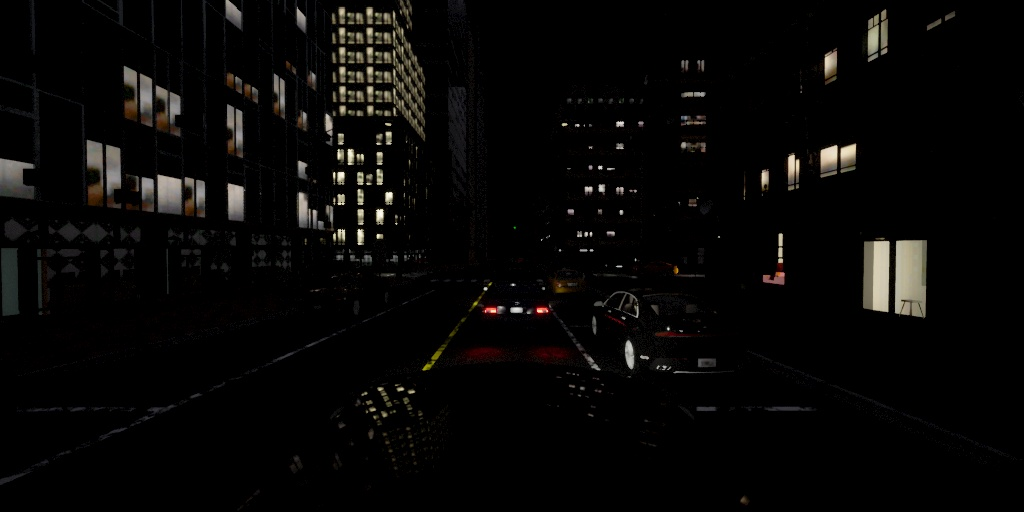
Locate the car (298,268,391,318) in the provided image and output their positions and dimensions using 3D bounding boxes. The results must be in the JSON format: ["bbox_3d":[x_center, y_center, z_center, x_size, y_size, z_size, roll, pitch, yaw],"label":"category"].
[{"bbox_3d":[-5.843,1.292,13.020,1.888,1.381,4.507,0,0,0],"label":"car"}]

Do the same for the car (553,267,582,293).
[{"bbox_3d":[2.787,1.271,18.792,1.751,1.417,4.829,0,0,0],"label":"car"}]

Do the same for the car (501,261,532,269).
[{"bbox_3d":[0.057,1.250,21.199,1.837,1.490,4.892,0,0,0],"label":"car"}]

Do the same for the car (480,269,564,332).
[{"bbox_3d":[0.085,1.295,10.770,2.033,1.411,5.357,0,0,0],"label":"car"}]

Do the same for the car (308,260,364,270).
[{"bbox_3d":[-17.646,1.108,36.402,5.008,1.535,1.882,0,1,-1],"label":"car"}]

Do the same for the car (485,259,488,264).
[{"bbox_3d":[-5.802,1.303,62.216,1.948,1.339,4.313,0,0,0],"label":"car"}]

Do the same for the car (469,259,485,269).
[{"bbox_3d":[-5.791,1.263,56.392,1.751,1.417,4.829,0,0,0],"label":"car"}]

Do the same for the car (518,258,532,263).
[{"bbox_3d":[2.579,1.288,62.231,2.007,1.370,4.403,0,0,0],"label":"car"}]

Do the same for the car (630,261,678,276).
[{"bbox_3d":[15.452,1.336,39.196,5.008,1.535,1.882,0,1,1],"label":"car"}]

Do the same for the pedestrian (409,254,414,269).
[{"bbox_3d":[-12.628,0.669,45.066,0.375,1.860,0.375,0,0,1],"label":"pedestrian"}]

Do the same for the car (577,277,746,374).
[{"bbox_3d":[2.807,1.299,7.333,2.007,1.370,4.403,0,0,0],"label":"car"}]

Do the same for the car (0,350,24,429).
[{"bbox_3d":[-5.796,1.300,1.730,2.007,1.370,4.403,0,0,0],"label":"car"}]
